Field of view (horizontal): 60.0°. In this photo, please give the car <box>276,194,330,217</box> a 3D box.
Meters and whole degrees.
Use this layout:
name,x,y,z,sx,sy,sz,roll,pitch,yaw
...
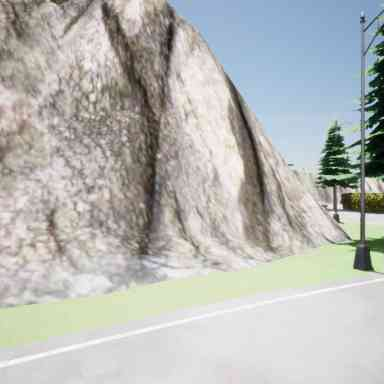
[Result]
name,x,y,z,sx,sy,sz,roll,pitch,yaw
car,10.473,1.224,31.895,2.150,2.045,5.566,0,0,-26
